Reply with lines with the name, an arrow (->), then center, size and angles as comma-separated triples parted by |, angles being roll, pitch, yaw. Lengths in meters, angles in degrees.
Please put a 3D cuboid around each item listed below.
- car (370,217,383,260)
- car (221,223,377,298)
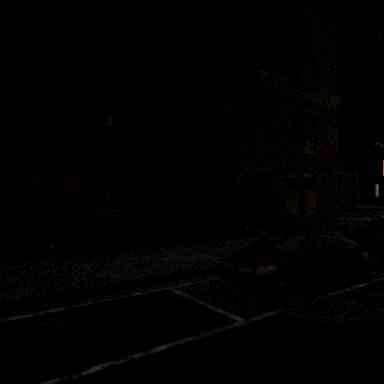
car -> 7.086, 1.561, 11.581 | 4.313, 1.339, 1.947 | 0, 0, -35
car -> 2.646, 1.579, 8.417 | 4.206, 1.307, 1.802 | 0, 0, -35
